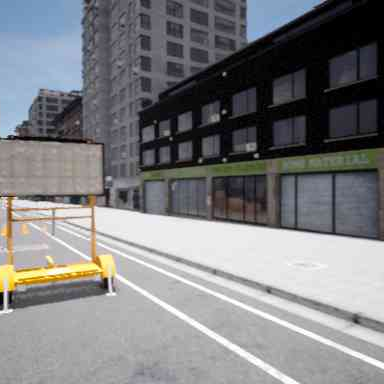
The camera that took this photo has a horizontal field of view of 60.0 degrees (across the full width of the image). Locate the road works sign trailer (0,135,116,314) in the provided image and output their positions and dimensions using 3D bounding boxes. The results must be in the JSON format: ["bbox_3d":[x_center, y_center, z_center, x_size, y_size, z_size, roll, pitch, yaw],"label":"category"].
[{"bbox_3d":[-3.350,0.507,8.011,2.380,3.560,2.880,-1,0,-29],"label":"road works sign trailer"}]
